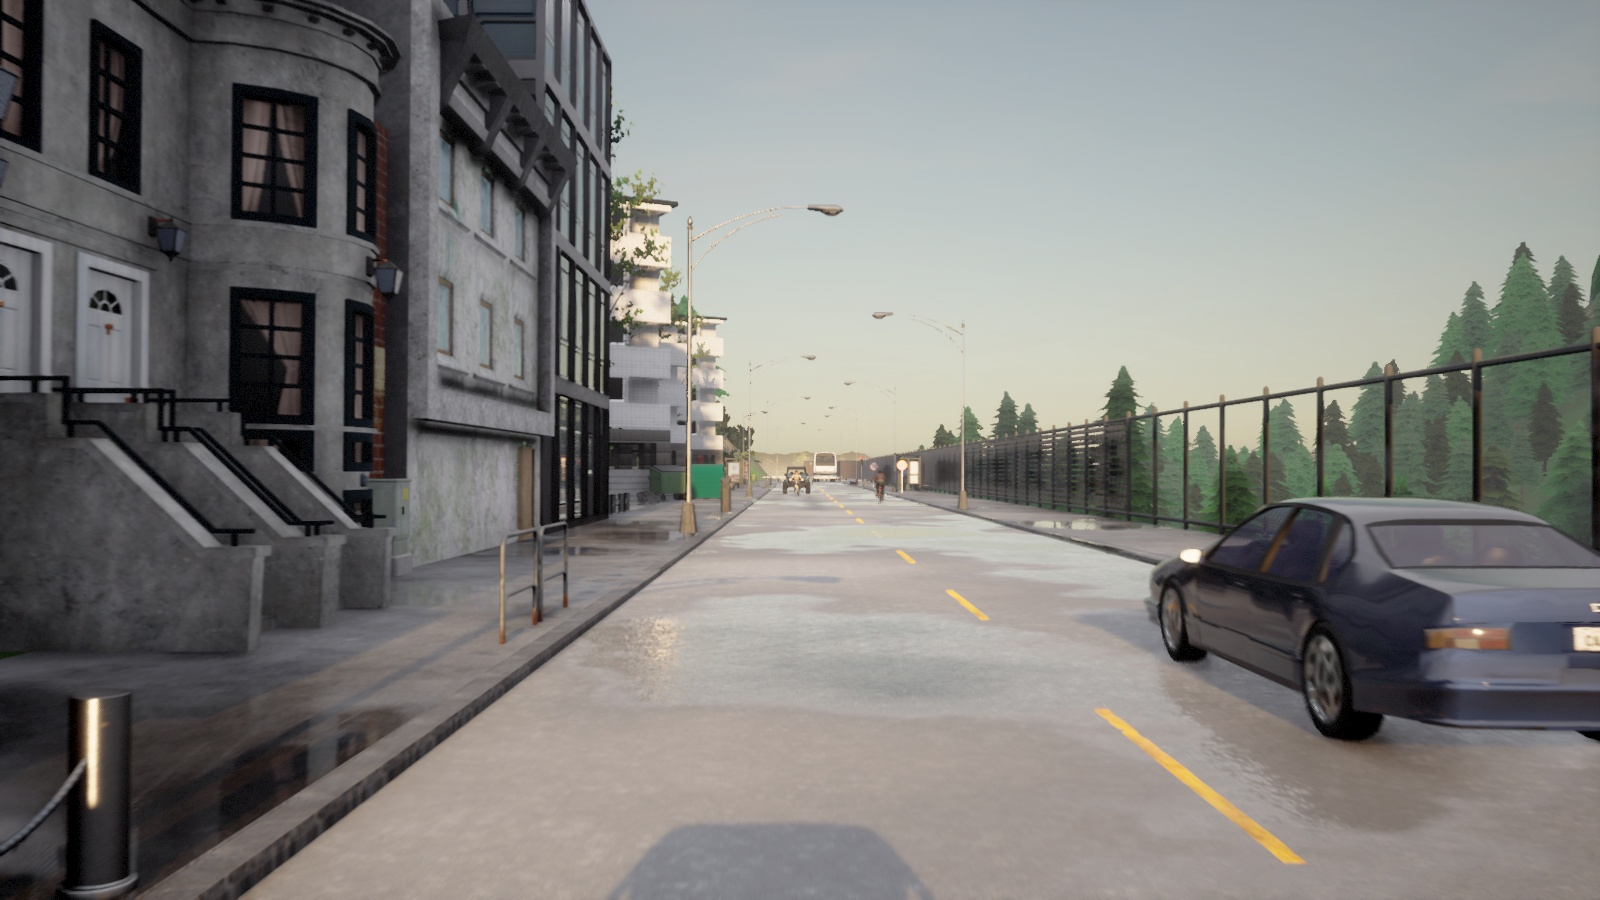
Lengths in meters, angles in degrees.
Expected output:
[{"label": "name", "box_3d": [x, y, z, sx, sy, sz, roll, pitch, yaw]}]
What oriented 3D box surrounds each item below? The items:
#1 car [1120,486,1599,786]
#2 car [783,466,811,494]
[{"label": "car", "box_3d": [3.975, 0.995, 8.886, 2.033, 1.411, 5.357, 0, -1, 0]}, {"label": "car", "box_3d": [-0.222, 2.058, 86.421, 1.905, 1.878, 3.866, 0, -1, 0]}]
